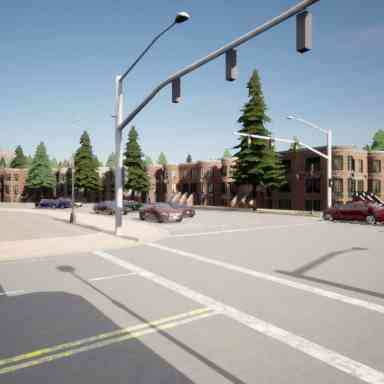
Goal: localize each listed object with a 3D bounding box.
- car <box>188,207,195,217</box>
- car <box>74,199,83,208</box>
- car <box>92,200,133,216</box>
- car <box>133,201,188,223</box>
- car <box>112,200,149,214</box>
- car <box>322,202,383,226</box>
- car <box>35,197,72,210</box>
[{"bbox_3d":[-1.529,1.564,30.097,1.994,1.385,4.181,0,0,-37],"label":"car"},{"bbox_3d":[-17.226,1.492,45.961,4.902,1.511,2.128,0,0,31],"label":"car"},{"bbox_3d":[-8.191,1.547,33.265,2.033,1.411,5.357,0,0,-38],"label":"car"},{"bbox_3d":[-2.520,1.526,25.579,1.812,1.442,4.674,0,0,-35],"label":"car"},{"bbox_3d":[-6.884,1.601,37.032,1.895,1.301,4.718,0,0,-41],"label":"car"},{"bbox_3d":[11.869,1.477,23.922,1.882,1.535,5.008,0,0,-35],"label":"car"},{"bbox_3d":[-17.821,1.600,42.271,4.718,1.301,1.895,0,0,33],"label":"car"}]
